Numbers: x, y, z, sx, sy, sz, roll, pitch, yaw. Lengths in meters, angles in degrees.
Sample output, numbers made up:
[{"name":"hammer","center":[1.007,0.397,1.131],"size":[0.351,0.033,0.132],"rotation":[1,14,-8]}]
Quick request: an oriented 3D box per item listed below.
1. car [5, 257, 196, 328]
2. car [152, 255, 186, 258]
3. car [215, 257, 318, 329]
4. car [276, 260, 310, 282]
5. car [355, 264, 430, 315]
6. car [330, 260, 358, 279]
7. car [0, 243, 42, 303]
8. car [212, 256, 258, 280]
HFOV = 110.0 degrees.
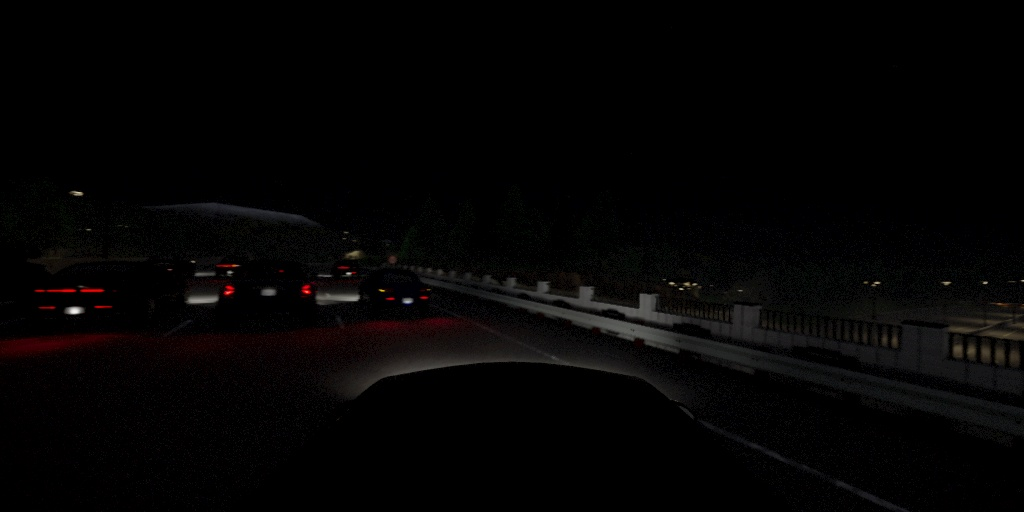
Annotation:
[{"name":"car","center":[-10.540,0.900,9.781],"size":[1.837,1.490,4.892],"rotation":[2,-1,-30]},{"name":"car","center":[-22.428,0.670,23.570],"size":[2.128,1.511,4.902],"rotation":[2,-1,-30]},{"name":"car","center":[-6.932,0.883,10.525],"size":[2.097,1.767,4.553],"rotation":[2,-1,-30]},{"name":"car","center":[-15.533,1.028,25.592],"size":[1.895,1.301,4.718],"rotation":[2,-1,-30]},{"name":"car","center":[-4.325,1.171,12.977],"size":[1.812,1.442,4.674],"rotation":[2,-1,-30]},{"name":"car","center":[-13.346,1.053,28.827],"size":[1.837,1.490,4.892],"rotation":[2,-1,-30]},{"name":"car","center":[-13.778,0.490,8.418],"size":[2.150,2.045,5.566],"rotation":[2,-1,-30]},{"name":"car","center":[-19.420,0.807,25.355],"size":[1.837,1.490,4.892],"rotation":[2,-1,-30]}]
